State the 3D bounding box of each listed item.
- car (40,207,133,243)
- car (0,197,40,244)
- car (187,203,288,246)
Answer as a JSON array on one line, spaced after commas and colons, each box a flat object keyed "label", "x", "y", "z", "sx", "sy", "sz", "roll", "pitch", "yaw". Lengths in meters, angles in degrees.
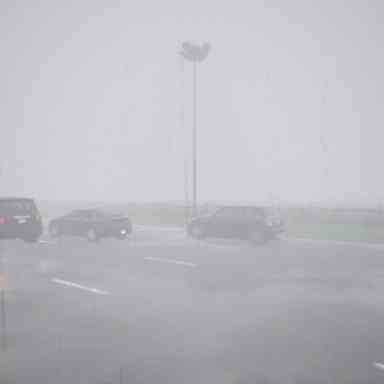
[{"label": "car", "x": -5.015, "y": 1.511, "z": 16.153, "sx": 4.892, "sy": 1.490, "sz": 1.837, "roll": 0, "pitch": 0, "yaw": 35}, {"label": "car", "x": -8.825, "y": 1.227, "z": 14.573, "sx": 5.566, "sy": 2.045, "sz": 2.150, "roll": 0, "pitch": 0, "yaw": 35}, {"label": "car", "x": 1.984, "y": 1.357, "z": 15.468, "sx": 4.553, "sy": 1.767, "sz": 2.097, "roll": 0, "pitch": 0, "yaw": 35}]
